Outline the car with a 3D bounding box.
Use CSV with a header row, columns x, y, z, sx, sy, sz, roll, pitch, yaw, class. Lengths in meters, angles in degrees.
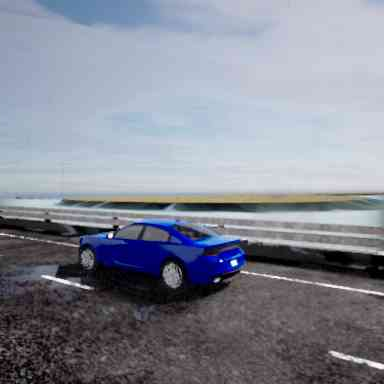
x,y,z,sx,sy,sz,roll,pitch,yaw,class
-1.048,1.470,9.057,5.008,1.535,1.882,0,0,36,car
